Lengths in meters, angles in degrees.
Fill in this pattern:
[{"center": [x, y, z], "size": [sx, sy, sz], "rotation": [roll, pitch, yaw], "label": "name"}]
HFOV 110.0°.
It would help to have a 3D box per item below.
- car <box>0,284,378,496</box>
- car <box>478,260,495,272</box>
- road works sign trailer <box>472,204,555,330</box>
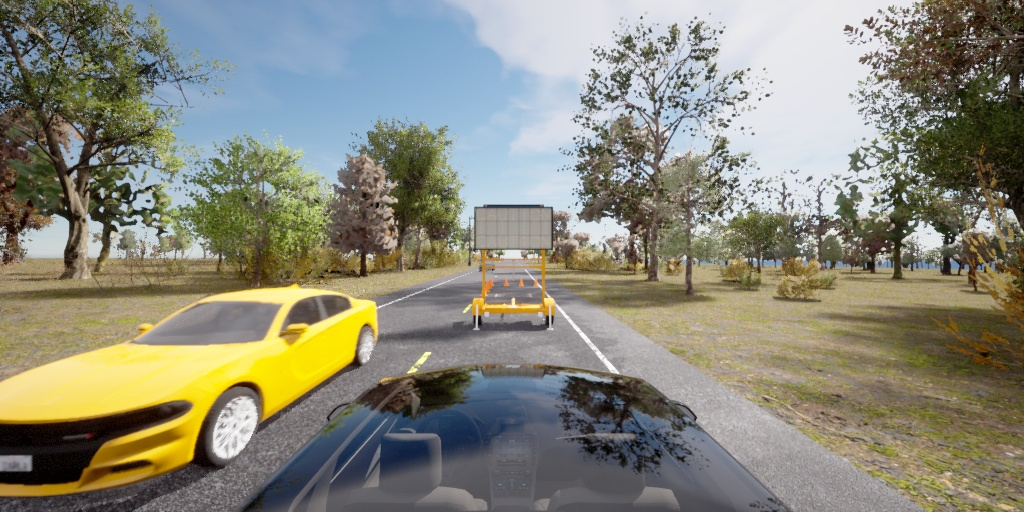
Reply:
[{"center": [-3.584, 1.228, 5.090], "size": [1.882, 1.535, 5.008], "rotation": [0, 0, 0], "label": "car"}, {"center": [-3.375, 1.303, 48.021], "size": [2.128, 1.511, 4.902], "rotation": [0, 0, 0], "label": "car"}, {"center": [0.050, 0.218, 11.094], "size": [2.380, 3.560, 2.880], "rotation": [0, 0, 0], "label": "road works sign trailer"}]
